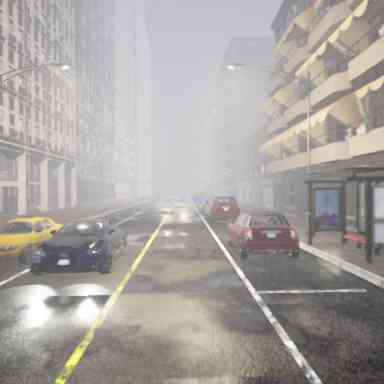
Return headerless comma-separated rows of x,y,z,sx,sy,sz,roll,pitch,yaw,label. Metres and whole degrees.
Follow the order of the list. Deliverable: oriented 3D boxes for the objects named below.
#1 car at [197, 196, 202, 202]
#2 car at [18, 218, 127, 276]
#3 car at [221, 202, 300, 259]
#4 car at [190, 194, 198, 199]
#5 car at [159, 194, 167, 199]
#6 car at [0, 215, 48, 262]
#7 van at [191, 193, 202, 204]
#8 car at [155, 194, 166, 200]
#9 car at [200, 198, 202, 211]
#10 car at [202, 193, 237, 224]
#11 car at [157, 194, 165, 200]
1.821,1.398,34.791,1.802,1.307,4.206,-1,0,-1,car
-3.240,1.544,10.231,1.994,1.385,4.181,-1,0,-2,car
2.408,1.358,12.203,1.967,1.590,4.097,-1,0,-1,car
0.498,1.159,85.609,1.887,1.381,4.507,-1,0,-1,car
-8.026,1.238,91.040,1.947,1.339,4.313,-1,0,-1,car
-5.964,1.523,11.816,1.752,1.417,4.829,-1,0,-1,car
1.231,1.065,57.375,1.690,1.788,3.998,-1,0,-1,van
-7.733,1.155,79.746,1.967,1.590,4.097,-1,0,-1,car
1.968,1.423,29.144,1.802,1.307,4.206,-1,0,-1,car
2.113,1.182,23.496,2.192,1.841,5.009,-1,0,-1,car
-7.878,1.275,85.392,1.802,1.307,4.206,-1,0,-1,car
